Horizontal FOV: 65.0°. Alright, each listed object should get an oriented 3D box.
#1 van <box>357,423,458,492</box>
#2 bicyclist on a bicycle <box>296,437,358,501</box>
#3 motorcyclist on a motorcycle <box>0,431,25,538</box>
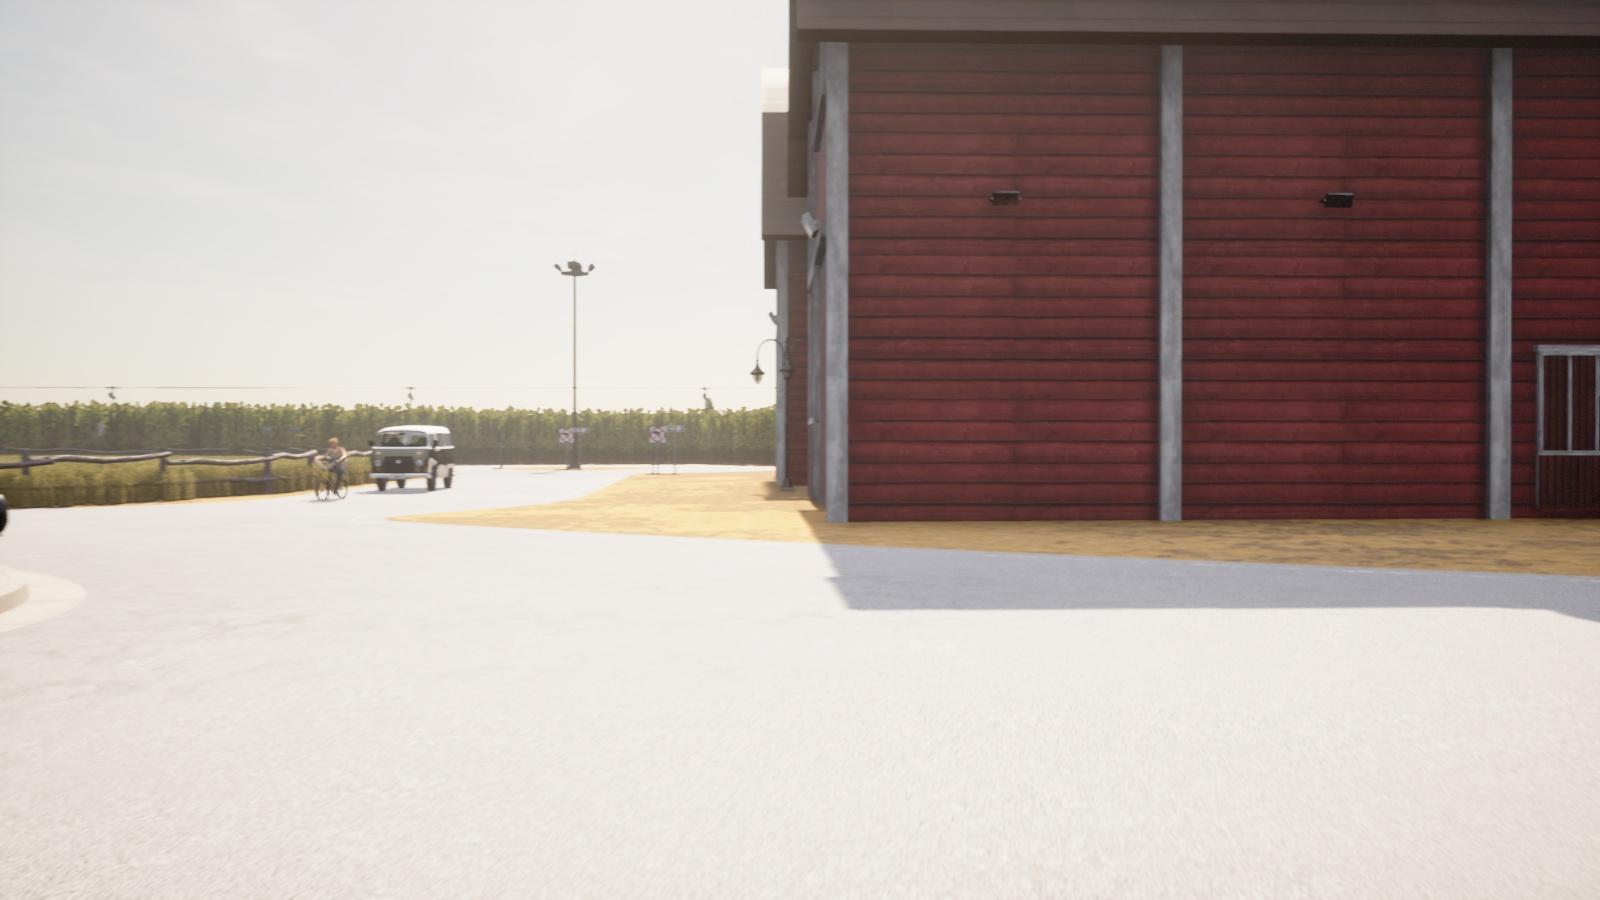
[{"bbox_3d":[-12.231,0.218,39.462,2.069,2.038,4.480,0,0,-4],"label":"van"},{"bbox_3d":[-12.164,0.471,32.320,0.866,1.612,1.509,0,0,9],"label":"bicyclist on a bicycle"},{"bbox_3d":[-13.486,0.530,19.941,2.350,1.649,0.766,0,0,22],"label":"motorcyclist on a motorcycle"}]
